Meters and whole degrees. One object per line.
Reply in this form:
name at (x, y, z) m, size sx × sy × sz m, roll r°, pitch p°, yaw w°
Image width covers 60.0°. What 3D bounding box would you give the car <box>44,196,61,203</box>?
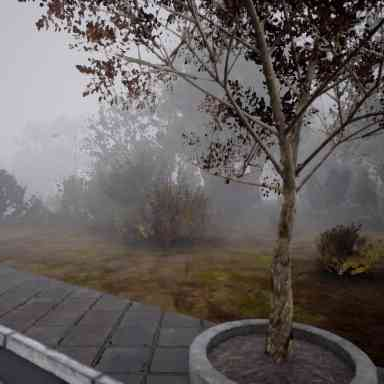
car at (-17.032, 0.936, 44.120) m, size 2.150 × 2.045 × 5.566 m, roll 1°, pitch 0°, yaw 32°
